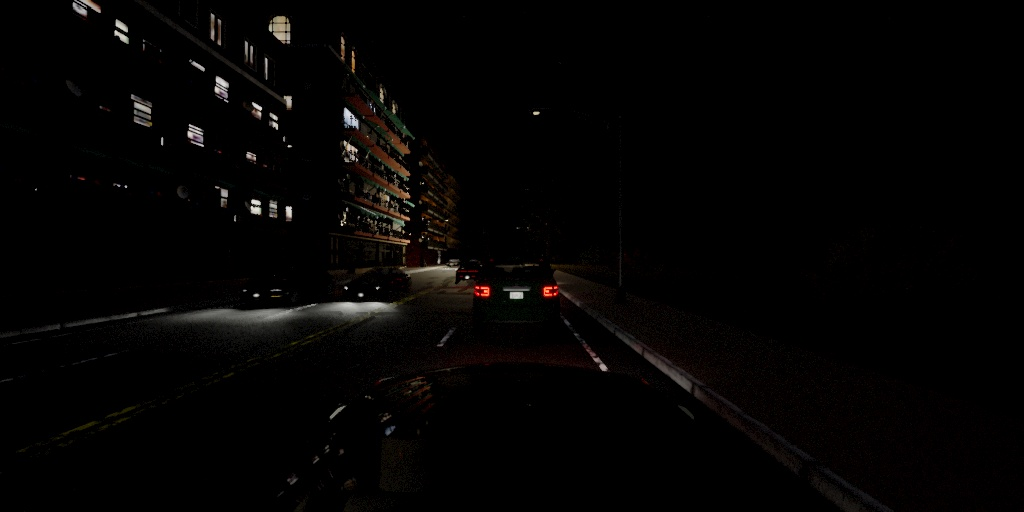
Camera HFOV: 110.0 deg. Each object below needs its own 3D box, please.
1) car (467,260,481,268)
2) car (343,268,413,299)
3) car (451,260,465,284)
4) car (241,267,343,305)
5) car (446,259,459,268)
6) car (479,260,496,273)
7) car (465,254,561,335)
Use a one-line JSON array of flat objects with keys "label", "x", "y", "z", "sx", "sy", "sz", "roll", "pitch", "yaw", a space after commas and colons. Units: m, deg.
[{"label": "car", "x": -6.414, "y": 1.314, "z": 60.656, "sx": 1.994, "sy": 1.385, "sz": 4.181, "roll": 0, "pitch": 0, "yaw": 0}, {"label": "car", "x": -6.554, "y": 1.299, "z": 18.205, "sx": 2.033, "sy": 1.411, "sz": 5.357, "roll": 0, "pitch": 0, "yaw": 0}, {"label": "car", "x": -3.081, "y": 1.255, "z": 27.165, "sx": 1.837, "sy": 1.490, "sz": 4.892, "roll": 0, "pitch": -1, "yaw": 0}, {"label": "car", "x": -9.812, "y": 1.257, "z": 16.189, "sx": 1.837, "sy": 1.490, "sz": 4.892, "roll": 0, "pitch": 0, "yaw": 0}, {"label": "car", "x": -9.668, "y": 1.242, "z": 59.834, "sx": 2.128, "sy": 1.511, "sz": 4.902, "roll": 0, "pitch": 0, "yaw": 0}, {"label": "car", "x": -3.031, "y": 1.277, "z": 44.875, "sx": 1.812, "sy": 1.442, "sz": 4.674, "roll": 0, "pitch": 0, "yaw": 0}, {"label": "car", "x": 0.118, "y": 0.973, "z": 10.704, "sx": 2.150, "sy": 2.045, "sz": 5.566, "roll": 0, "pitch": 0, "yaw": 0}]
